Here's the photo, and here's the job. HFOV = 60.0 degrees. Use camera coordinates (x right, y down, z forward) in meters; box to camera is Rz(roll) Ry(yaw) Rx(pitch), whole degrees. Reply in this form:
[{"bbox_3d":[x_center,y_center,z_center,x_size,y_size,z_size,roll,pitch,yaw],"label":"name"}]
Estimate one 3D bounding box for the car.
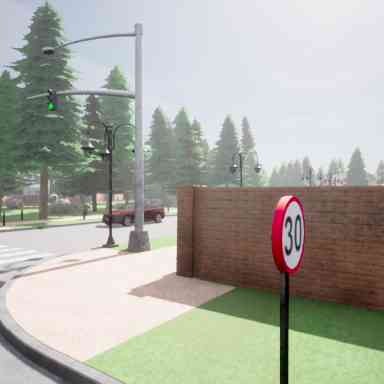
[{"bbox_3d":[-3.957,1.464,23.114,1.882,1.535,5.008,0,0,35],"label":"car"}]
